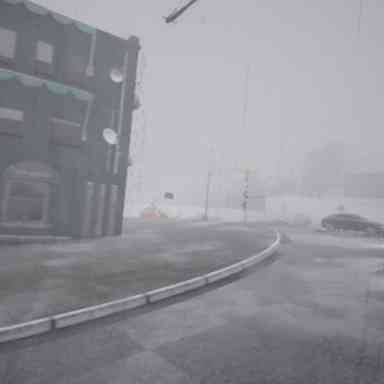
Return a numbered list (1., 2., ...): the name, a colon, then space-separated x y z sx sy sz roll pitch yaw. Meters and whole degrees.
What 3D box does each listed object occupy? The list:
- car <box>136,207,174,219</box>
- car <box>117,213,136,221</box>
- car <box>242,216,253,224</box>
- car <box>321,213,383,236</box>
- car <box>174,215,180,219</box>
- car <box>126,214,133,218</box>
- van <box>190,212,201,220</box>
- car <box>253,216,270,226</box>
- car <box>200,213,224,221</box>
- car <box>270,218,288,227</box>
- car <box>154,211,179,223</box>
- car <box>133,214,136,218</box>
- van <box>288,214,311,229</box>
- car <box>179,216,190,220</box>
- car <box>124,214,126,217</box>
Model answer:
1. car: -5.042 2.922 45.059 2.097 1.767 4.553 8 -7 -39
2. car: -16.824 6.385 85.711 2.185 1.767 4.553 -1 -8 30
3. car: 9.644 4.697 53.456 1.946 1.575 5.366 1 -7 31
4. car: 11.996 2.337 24.431 1.837 1.490 4.892 7 -4 -39
5. car: -3.552 5.529 69.659 2.097 1.535 5.008 0 -7 31
6. car: -13.027 6.076 81.138 2.185 1.767 4.553 0 -8 30
7. van: 2.100 4.943 62.705 1.878 1.987 4.442 1 -7 31
8. car: 11.635 4.649 51.321 2.002 1.452 4.674 1 -7 31
9. car: 4.065 4.946 60.530 2.185 1.767 4.553 1 -7 31
10. car: 13.525 4.534 49.028 2.002 1.452 4.674 0 -7 30
11. car: -5.429 5.403 71.999 2.435 2.045 5.566 0 -7 30
12. car: -11.152 6.090 78.809 2.002 1.452 4.674 0 -7 30
13. van: 15.390 4.141 46.662 1.878 1.987 4.442 1 -7 31
14. car: 0.330 5.316 65.236 1.946 1.575 5.366 0 -7 30
15. car: -15.038 6.320 83.222 1.946 1.575 5.366 0 -8 30
